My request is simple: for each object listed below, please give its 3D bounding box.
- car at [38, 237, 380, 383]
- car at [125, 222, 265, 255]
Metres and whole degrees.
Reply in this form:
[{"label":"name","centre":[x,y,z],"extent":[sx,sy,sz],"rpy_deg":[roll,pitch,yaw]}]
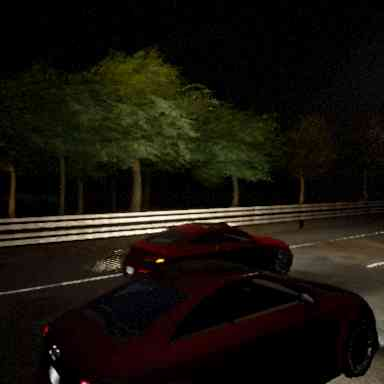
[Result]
[{"label":"car","centre":[0.434,1.544,4.055],"extent":[4.181,1.385,1.994],"rpy_deg":[-1,0,-35]},{"label":"car","centre":[0.546,1.486,8.434],"extent":[4.674,1.442,1.812],"rpy_deg":[-1,0,-35]}]
